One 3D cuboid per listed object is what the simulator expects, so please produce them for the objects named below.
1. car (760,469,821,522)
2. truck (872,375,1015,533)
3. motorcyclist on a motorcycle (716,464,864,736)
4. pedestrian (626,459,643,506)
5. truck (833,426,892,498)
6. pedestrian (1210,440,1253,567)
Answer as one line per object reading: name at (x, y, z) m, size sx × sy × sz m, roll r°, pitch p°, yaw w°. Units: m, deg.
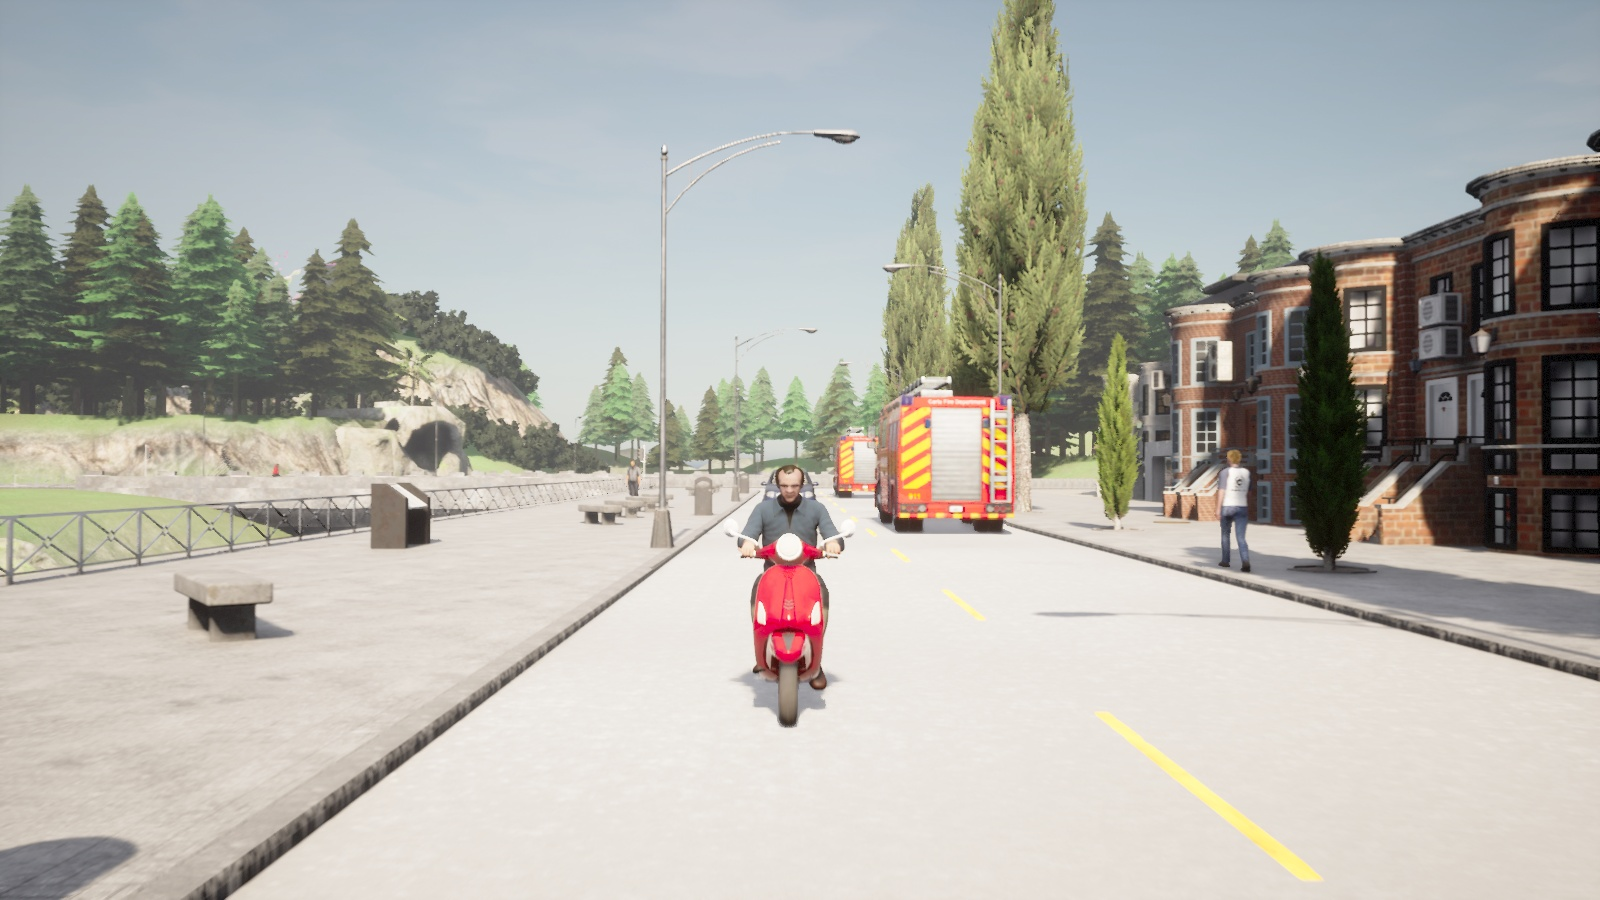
car at (-0.296, 1.383, 38.923) m, size 1.789 × 1.549 × 3.705 m, roll 0°, pitch -1°, yaw 0°
truck at (3.731, 0.159, 34.717) m, size 2.891 × 3.827 × 8.468 m, roll 0°, pitch -1°, yaw 0°
motorcyclist on a motorcycle at (-0.062, 0.891, 8.285) m, size 0.866 × 1.590 × 1.817 m, roll 0°, pitch -1°, yaw 0°
pedestrian at (-6.580, 1.305, 49.883) m, size 0.540 × 1.848 × 0.694 m, roll 0°, pitch -1°, yaw 6°
truck at (3.463, 0.720, 71.602) m, size 2.891 × 3.827 × 8.468 m, roll 0°, pitch -1°, yaw 0°
pedestrian at (6.370, 0.778, 18.555) m, size 0.354 × 1.836 × 0.706 m, roll 0°, pitch -1°, yaw -3°
